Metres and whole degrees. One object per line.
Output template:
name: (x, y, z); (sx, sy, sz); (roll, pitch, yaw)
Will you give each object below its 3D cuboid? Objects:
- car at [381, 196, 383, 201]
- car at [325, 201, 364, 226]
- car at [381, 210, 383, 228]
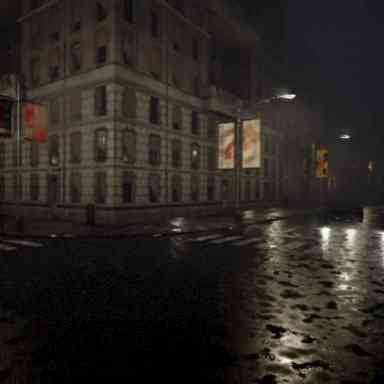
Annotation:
car: (47.909, 1.533, 82.089); (1.895, 1.301, 4.718); (1, 0, 35)
car: (10.925, 1.442, 23.758); (1.882, 1.535, 5.008); (1, 0, 35)
car: (13.424, 1.496, 21.217); (1.837, 1.490, 4.892); (1, 0, 36)
